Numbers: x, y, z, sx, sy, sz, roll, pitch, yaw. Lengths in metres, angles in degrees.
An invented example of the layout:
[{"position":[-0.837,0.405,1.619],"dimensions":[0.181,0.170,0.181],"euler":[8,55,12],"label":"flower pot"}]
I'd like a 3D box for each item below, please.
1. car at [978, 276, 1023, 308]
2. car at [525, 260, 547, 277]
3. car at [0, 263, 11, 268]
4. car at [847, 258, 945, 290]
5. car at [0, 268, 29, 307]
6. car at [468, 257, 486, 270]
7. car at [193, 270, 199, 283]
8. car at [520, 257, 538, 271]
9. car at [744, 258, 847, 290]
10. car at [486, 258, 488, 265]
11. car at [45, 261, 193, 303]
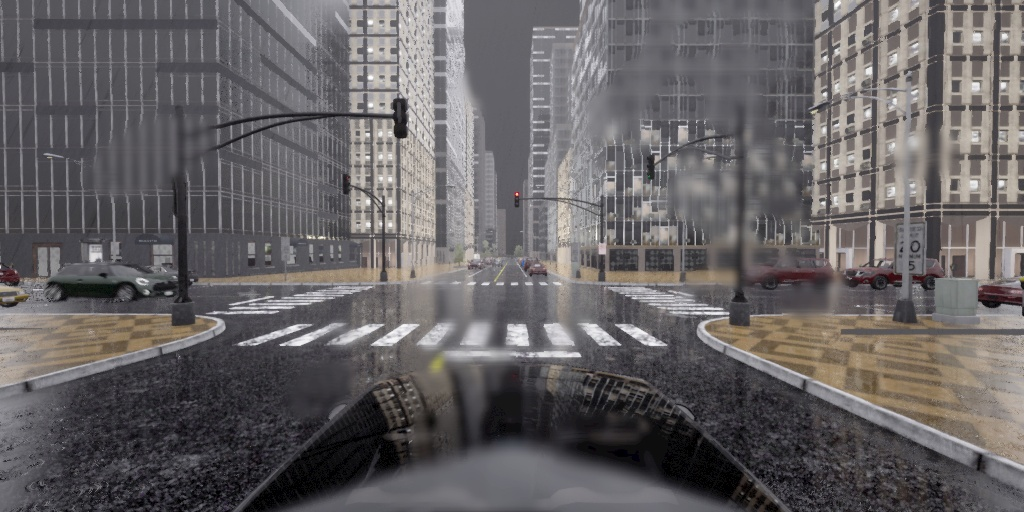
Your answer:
[{"position":[20.186,1.417,13.513],"dimensions":[4.207,1.307,1.802],"euler":[0,0,0],"label":"car"},{"position":[2.547,1.319,35.785],"dimensions":[1.802,1.307,4.207],"euler":[0,0,0],"label":"car"},{"position":[-32.556,1.078,21.484],"dimensions":[4.097,1.591,1.967],"euler":[0,0,0],"label":"car"},{"position":[22.902,1.032,21.656],"dimensions":[5.009,1.841,2.192],"euler":[0,0,0],"label":"car"},{"position":[-21.256,1.301,13.437],"dimensions":[4.829,1.417,1.751],"euler":[0,0,0],"label":"car"},{"position":[-5.292,1.168,52.338],"dimensions":[1.967,1.591,4.097],"euler":[0,0,0],"label":"car"},{"position":[-21.440,1.205,21.575],"dimensions":[4.403,1.370,2.007],"euler":[0,0,0],"label":"car"},{"position":[2.574,1.046,46.834],"dimensions":[2.192,1.841,5.009],"euler":[0,0,0],"label":"car"},{"position":[16.570,1.024,21.645],"dimensions":[5.009,1.841,2.192],"euler":[0,0,0],"label":"car"},{"position":[-5.290,1.307,57.862],"dimensions":[1.802,1.307,4.207],"euler":[0,0,0],"label":"car"},{"position":[-17.696,1.088,16.126],"dimensions":[4.553,1.767,2.097],"euler":[0,1,0],"label":"car"}]
